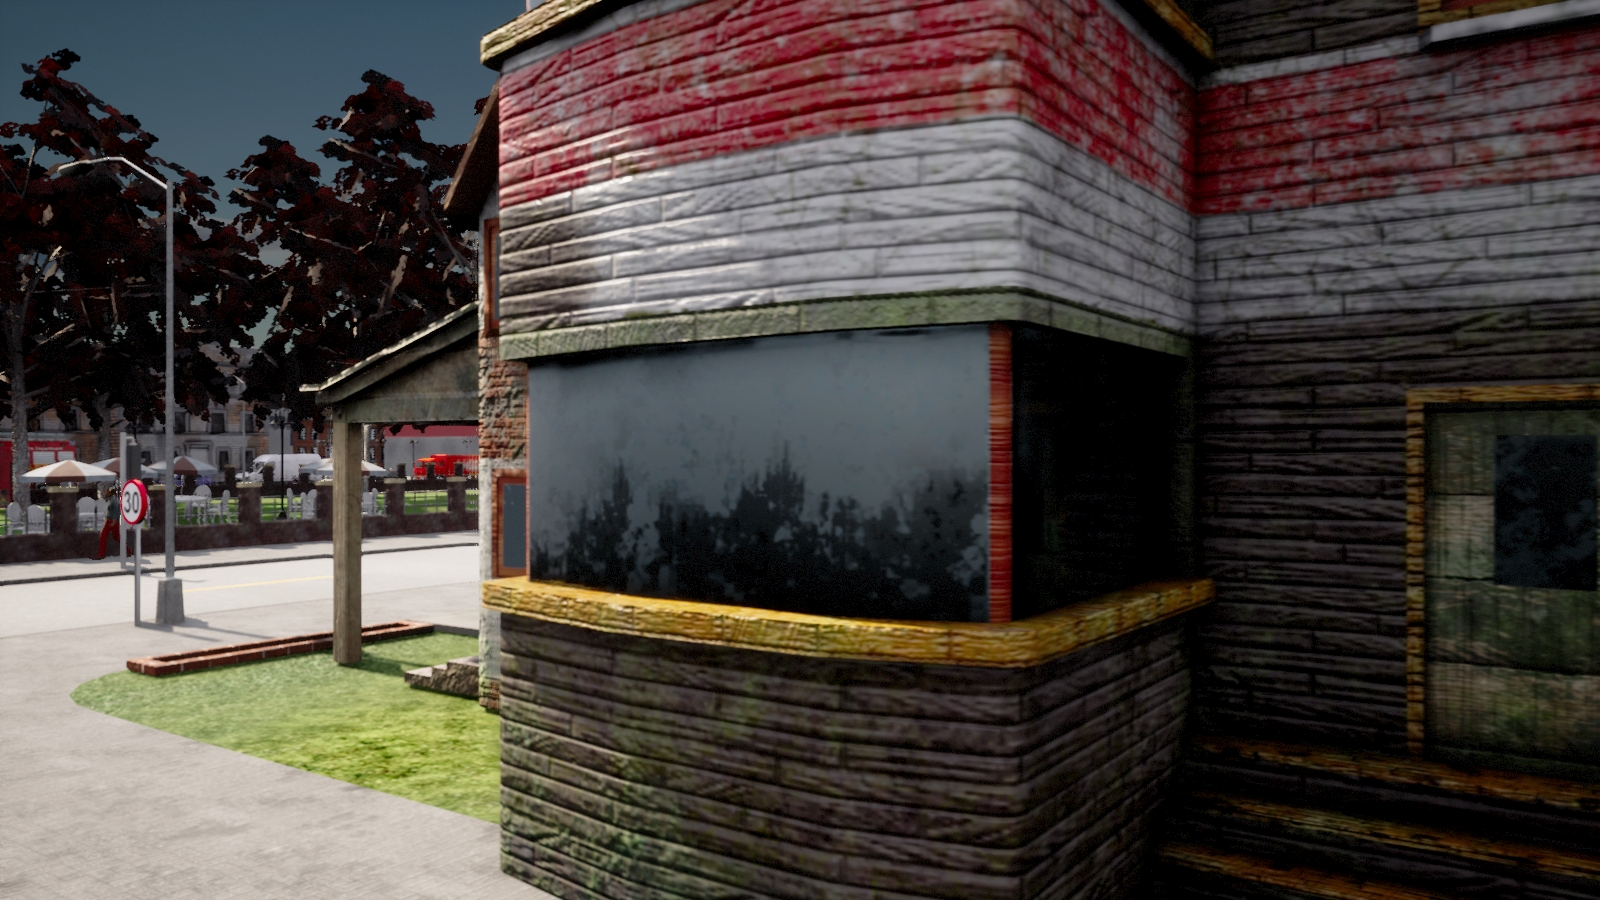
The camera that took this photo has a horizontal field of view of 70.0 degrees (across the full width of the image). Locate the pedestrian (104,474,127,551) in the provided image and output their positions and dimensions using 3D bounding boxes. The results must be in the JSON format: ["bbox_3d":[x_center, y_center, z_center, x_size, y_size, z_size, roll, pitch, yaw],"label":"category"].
[{"bbox_3d":[-16.840,1.536,28.109,0.375,1.860,0.375,0,0,36],"label":"pedestrian"}]

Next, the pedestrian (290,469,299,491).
[{"bbox_3d":[-31.042,1.846,70.170,0.375,1.300,0.375,0,0,35],"label":"pedestrian"}]
